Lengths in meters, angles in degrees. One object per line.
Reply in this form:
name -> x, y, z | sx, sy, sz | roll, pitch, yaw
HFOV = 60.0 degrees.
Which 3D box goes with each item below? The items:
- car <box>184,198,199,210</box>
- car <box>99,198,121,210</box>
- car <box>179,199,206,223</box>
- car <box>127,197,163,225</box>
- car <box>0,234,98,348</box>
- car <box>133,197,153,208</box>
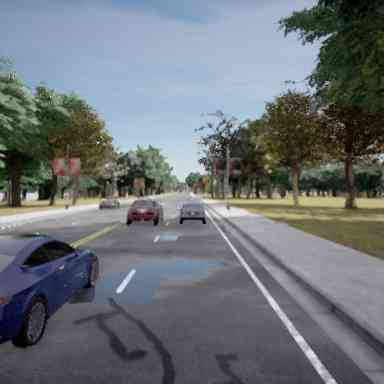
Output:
car -> -0.073, 1.503, 42.246 | 1.895, 1.301, 4.718 | 0, 0, 0
car -> -9.999, 1.469, 40.764 | 1.994, 1.385, 4.181 | 0, 0, 0
car -> 0.042, 1.475, 24.520 | 2.033, 1.411, 5.357 | 0, 0, 0
car -> -3.206, 1.282, 23.537 | 2.097, 1.767, 4.553 | 0, 0, 0
car -> -3.156, 1.503, 6.117 | 1.812, 1.442, 4.674 | 0, 0, 0
car -> -6.793, 1.446, 46.472 | 2.033, 1.411, 5.357 | 0, 0, 0
